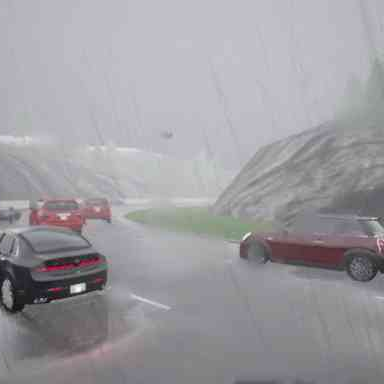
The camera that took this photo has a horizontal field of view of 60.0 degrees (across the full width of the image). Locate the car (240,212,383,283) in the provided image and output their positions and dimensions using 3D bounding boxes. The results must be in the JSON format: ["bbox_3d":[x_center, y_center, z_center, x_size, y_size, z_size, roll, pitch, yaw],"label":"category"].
[{"bbox_3d":[3.754,1.463,10.370,4.553,1.767,2.097,0,-1,39],"label":"car"}]

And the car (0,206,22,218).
[{"bbox_3d":[-15.209,1.813,27.010,1.895,1.301,4.718,0,-1,-18],"label":"car"}]

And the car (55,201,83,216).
[{"bbox_3d":[-13.633,1.817,37.114,1.837,1.490,4.892,0,0,-6],"label":"car"}]

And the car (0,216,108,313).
[{"bbox_3d":[-3.853,1.571,7.970,1.837,1.490,4.892,0,0,-45],"label":"car"}]

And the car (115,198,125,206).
[{"bbox_3d":[-15.209,1.945,65.389,2.097,1.767,4.553,0,-1,32],"label":"car"}]

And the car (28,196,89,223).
[{"bbox_3d":[-7.650,1.376,18.492,2.150,2.045,5.566,0,0,-31],"label":"car"}]

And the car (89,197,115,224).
[{"bbox_3d":[-7.914,1.456,27.070,2.150,2.045,5.566,0,0,-21],"label":"car"}]
